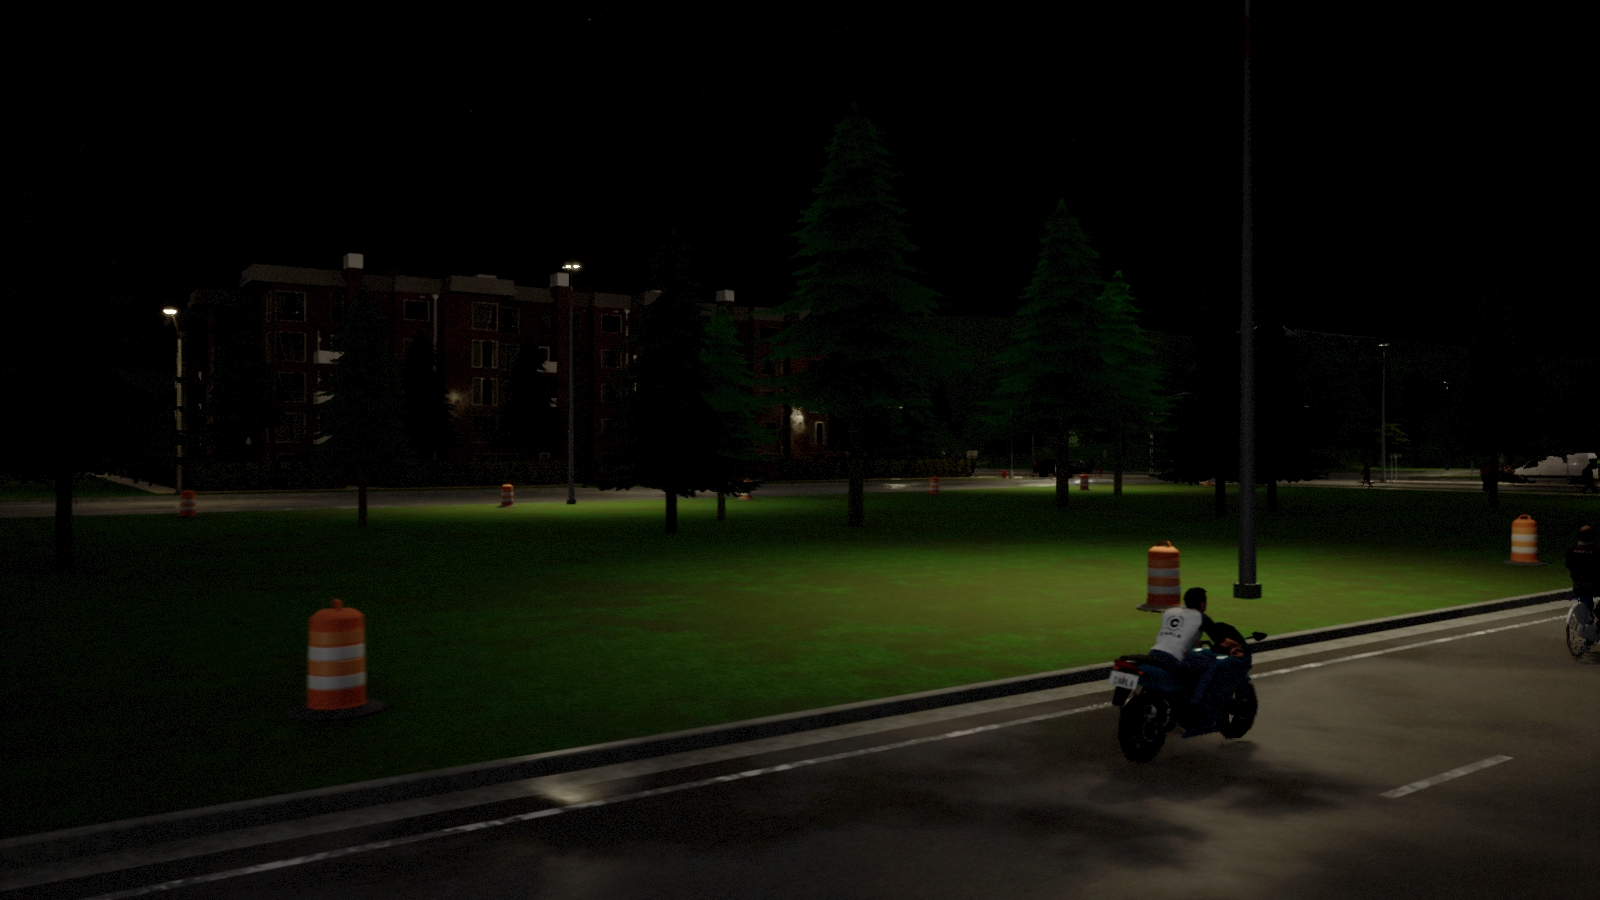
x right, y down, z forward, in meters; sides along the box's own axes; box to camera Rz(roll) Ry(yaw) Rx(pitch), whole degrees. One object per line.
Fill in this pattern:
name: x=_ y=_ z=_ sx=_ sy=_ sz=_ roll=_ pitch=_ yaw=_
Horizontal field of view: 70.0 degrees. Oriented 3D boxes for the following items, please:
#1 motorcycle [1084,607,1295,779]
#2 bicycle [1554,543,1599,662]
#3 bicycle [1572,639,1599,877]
motorcycle: x=3.637 y=2.185 z=10.603 sx=2.033 sy=1.199 sz=0.803 roll=0 pitch=0 yaw=-35
bicycle: x=10.978 y=2.057 z=15.749 sx=1.835 sy=1.471 sz=0.329 roll=0 pitch=0 yaw=-35
bicycle: x=5.934 y=2.054 z=7.939 sx=1.643 sy=1.496 sz=0.373 roll=0 pitch=0 yaw=-35
